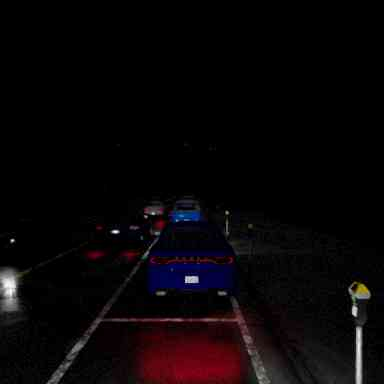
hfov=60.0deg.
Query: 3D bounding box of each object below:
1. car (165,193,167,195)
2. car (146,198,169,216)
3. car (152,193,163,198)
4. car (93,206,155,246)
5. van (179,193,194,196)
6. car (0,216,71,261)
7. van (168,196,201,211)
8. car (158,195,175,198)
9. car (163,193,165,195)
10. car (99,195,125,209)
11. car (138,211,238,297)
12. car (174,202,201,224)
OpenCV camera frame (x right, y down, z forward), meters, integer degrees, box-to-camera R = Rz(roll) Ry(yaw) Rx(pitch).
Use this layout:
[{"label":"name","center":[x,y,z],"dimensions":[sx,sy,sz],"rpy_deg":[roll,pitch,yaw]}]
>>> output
[{"label":"car","center":[-8.815,1.438,91.530],"dimensions":[1.887,1.381,4.507],"rpy_deg":[0,0,0]},{"label":"car","center":[-3.145,1.510,29.259],"dimensions":[1.812,1.442,4.674],"rpy_deg":[0,0,0]},{"label":"car","center":[-8.815,1.432,80.459],"dimensions":[1.752,1.417,4.829],"rpy_deg":[0,0,0]},{"label":"car","center":[-3.045,1.559,15.234],"dimensions":[1.994,1.385,4.181],"rpy_deg":[0,0,0]},{"label":"van","center":[-0.290,1.317,36.980],"dimensions":[1.690,1.788,3.998],"rpy_deg":[0,0,0]},{"label":"car","center":[-6.251,1.597,12.412],"dimensions":[1.895,1.301,4.718],"rpy_deg":[0,0,0]},{"label":"van","center":[-0.290,1.333,19.998],"dimensions":[1.690,1.788,3.998],"rpy_deg":[0,0,0]},{"label":"car","center":[-3.046,1.493,43.727],"dimensions":[1.812,1.442,4.674],"rpy_deg":[0,0,0]},{"label":"car","center":[-8.815,1.450,86.079],"dimensions":[2.008,1.369,4.403],"rpy_deg":[0,0,0]},{"label":"car","center":[-8.815,1.291,36.940],"dimensions":[2.192,1.841,5.009],"rpy_deg":[0,0,0]},{"label":"car","center":[-0.005,1.475,8.650],"dimensions":[1.882,1.535,5.008],"rpy_deg":[0,0,0]},{"label":"car","center":[-0.290,1.532,25.659],"dimensions":[1.887,1.381,4.507],"rpy_deg":[0,0,0]}]
